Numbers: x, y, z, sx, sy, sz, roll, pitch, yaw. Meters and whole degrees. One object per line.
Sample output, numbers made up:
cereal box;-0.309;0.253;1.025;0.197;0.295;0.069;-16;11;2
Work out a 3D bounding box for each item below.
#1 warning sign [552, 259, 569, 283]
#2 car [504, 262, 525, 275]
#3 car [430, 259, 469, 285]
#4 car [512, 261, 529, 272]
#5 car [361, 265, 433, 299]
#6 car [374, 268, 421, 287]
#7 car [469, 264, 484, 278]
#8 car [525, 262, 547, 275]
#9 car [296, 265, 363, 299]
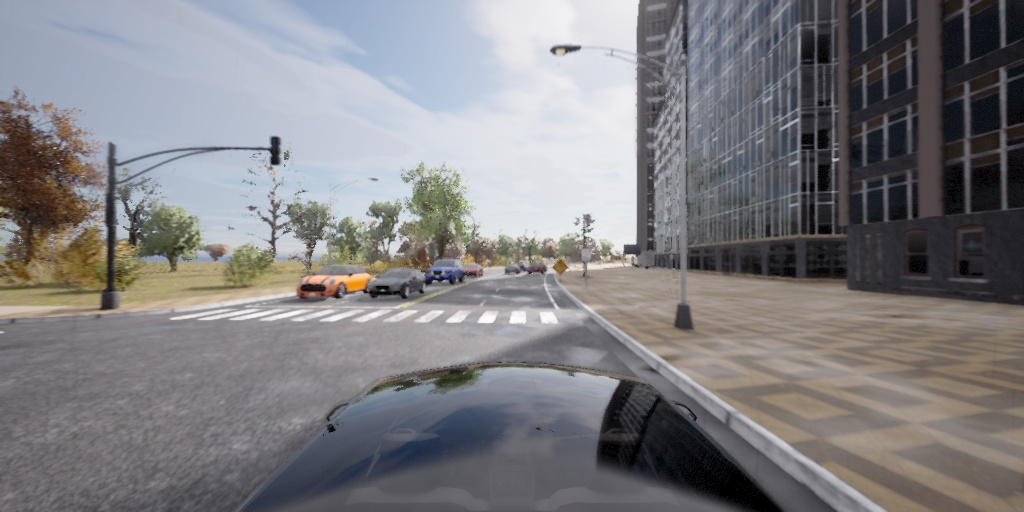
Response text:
warning sign;3.844;1.174;28.505;1.300;1.860;1.060;0;0;4
car;0.118;1.783;50.136;2.128;1.511;4.902;0;-1;8
car;-5.480;1.272;30.019;2.150;2.045;5.566;0;-1;4
car;1.495;1.764;60.426;2.097;1.767;4.553;0;-1;10
car;-6.115;1.437;19.730;1.837;1.490;4.892;0;-1;3
car;-8.859;1.620;28.228;1.895;1.301;4.718;0;-1;4
car;-4.471;1.649;40.695;1.882;1.535;5.008;0;-1;6
car;3.444;1.658;50.435;2.097;1.767;4.553;0;-1;8
car;-9.387;1.270;19.296;2.097;1.767;4.553;0;-1;3
